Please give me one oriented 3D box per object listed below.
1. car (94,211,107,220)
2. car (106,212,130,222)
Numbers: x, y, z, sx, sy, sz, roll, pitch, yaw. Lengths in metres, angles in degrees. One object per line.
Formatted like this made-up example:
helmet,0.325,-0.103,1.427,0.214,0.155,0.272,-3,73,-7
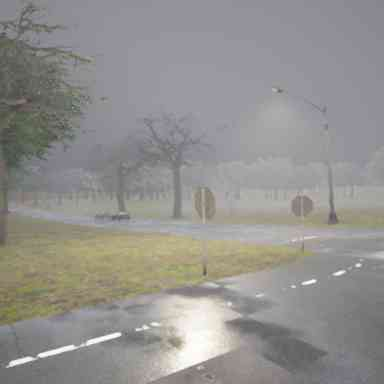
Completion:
car,-16.505,4.319,61.137,1.837,1.490,4.892,-2,-1,-34
car,-11.745,3.947,54.242,1.882,1.535,5.008,-2,-1,-34
